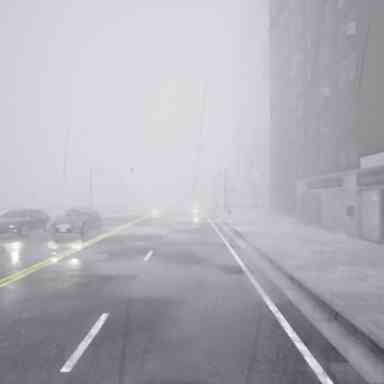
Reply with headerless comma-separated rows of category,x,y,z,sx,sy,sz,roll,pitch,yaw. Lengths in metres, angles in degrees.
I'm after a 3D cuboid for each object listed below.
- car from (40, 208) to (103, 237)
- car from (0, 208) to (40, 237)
car,-6.600,1.696,19.486,2.128,1.511,4.902,0,-1,0
car,-9.850,1.708,19.335,1.837,1.490,4.892,0,-1,0
